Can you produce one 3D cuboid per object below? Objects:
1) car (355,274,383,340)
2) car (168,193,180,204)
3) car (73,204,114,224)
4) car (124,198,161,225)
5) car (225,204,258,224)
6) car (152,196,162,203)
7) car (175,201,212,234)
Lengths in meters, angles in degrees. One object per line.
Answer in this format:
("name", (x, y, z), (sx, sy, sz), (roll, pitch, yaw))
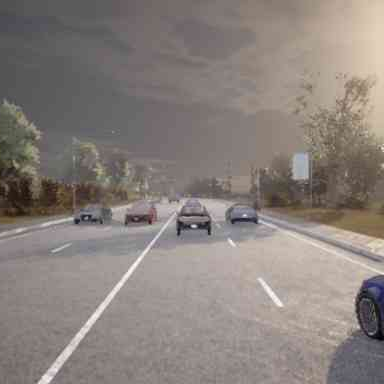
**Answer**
("car", (3.602, 1.526, 3.563), (1.812, 1.442, 4.674), (0, 0, 0))
("car", (-3.508, 1.223, 65.749), (2.150, 2.045, 5.566), (0, 0, 0))
("car", (-7.093, 1.565, 24.310), (1.994, 1.385, 4.181), (0, 0, 0))
("car", (-3.594, 1.478, 24.036), (1.882, 1.535, 5.008), (0, 0, 0))
("car", (3.605, 1.565, 24.666), (1.994, 1.385, 4.181), (0, 0, 0))
("car", (-7.013, 1.506, 65.743), (2.128, 1.511, 4.902), (0, 0, 0))
("car", (0.104, 1.492, 19.041), (2.128, 1.511, 4.902), (0, 0, 0))
